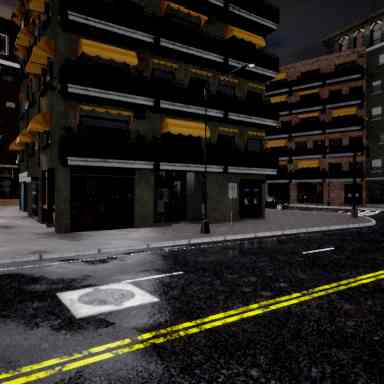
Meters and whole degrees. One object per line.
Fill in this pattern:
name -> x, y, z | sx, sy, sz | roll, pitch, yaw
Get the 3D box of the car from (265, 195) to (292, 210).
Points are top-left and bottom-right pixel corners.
car -> 8.238, 1.162, 34.871 | 4.403, 1.369, 2.008 | 1, 0, 38

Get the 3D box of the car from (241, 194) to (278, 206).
car -> 9.120, 1.072, 44.851 | 4.403, 1.369, 2.008 | 1, 0, 38
